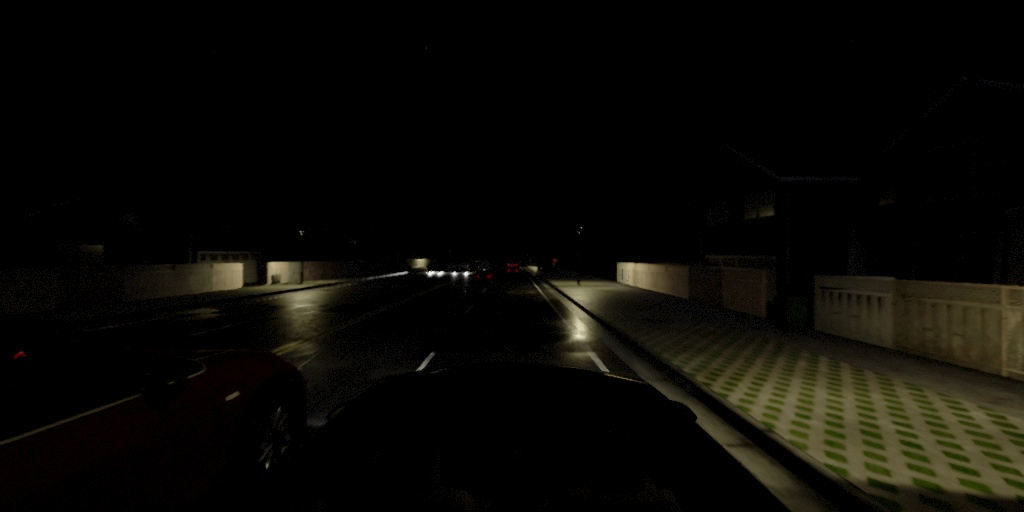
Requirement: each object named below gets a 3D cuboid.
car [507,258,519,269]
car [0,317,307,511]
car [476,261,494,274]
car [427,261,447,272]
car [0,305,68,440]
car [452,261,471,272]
[{"bbox_3d":[0.115,1.431,58.461,1.895,1.301,4.718,0,0,0],"label":"car"},{"bbox_3d":[-3.150,1.102,1.812,2.097,1.767,4.553,0,0,0],"label":"car"},{"bbox_3d":[-3.137,1.328,42.961,1.812,1.442,4.674,0,0,0],"label":"car"},{"bbox_3d":[-9.807,1.374,47.115,1.994,1.385,4.181,0,0,0],"label":"car"},{"bbox_3d":[-6.600,1.315,2.436,1.994,1.385,4.181,0,0,0],"label":"car"},{"bbox_3d":[-6.557,1.335,46.974,1.812,1.442,4.674,0,0,0],"label":"car"}]
